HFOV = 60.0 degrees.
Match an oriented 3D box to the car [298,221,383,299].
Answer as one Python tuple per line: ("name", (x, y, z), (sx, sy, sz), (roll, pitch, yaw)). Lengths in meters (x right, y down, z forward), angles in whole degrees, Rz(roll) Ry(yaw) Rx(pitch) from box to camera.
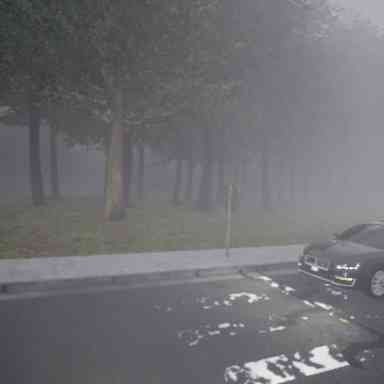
("car", (4.967, 1.541, 8.462), (4.892, 1.490, 1.837), (2, 2, -25))
